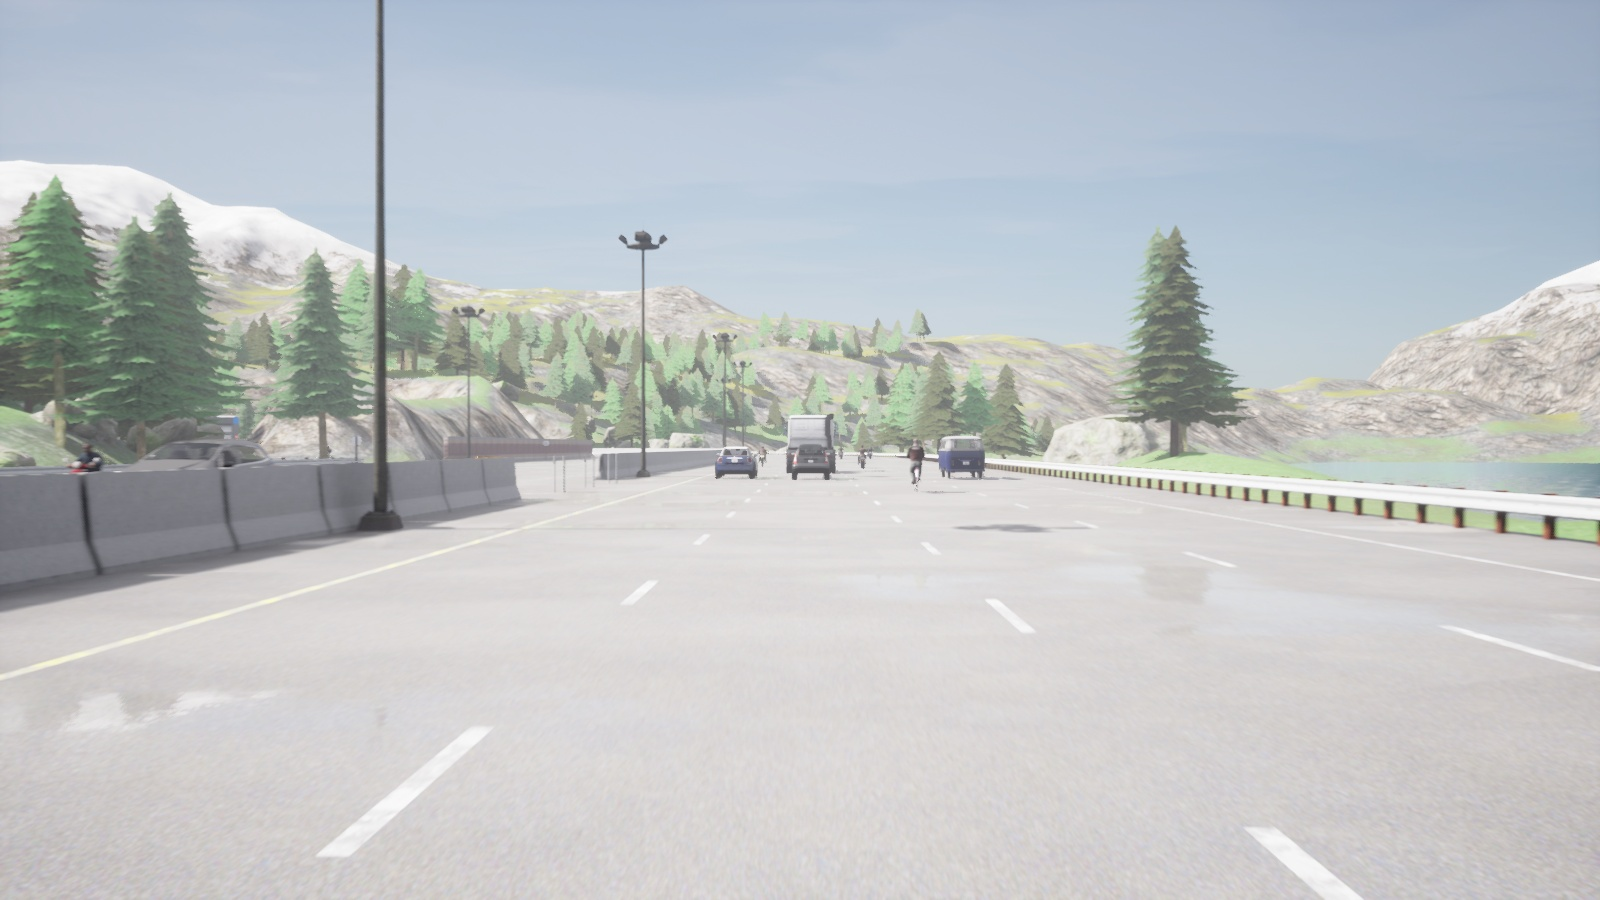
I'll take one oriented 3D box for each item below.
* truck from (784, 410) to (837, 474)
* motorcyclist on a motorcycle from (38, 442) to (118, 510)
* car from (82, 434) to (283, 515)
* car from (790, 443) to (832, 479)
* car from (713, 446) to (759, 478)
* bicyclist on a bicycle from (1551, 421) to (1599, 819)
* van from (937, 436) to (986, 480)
[{"bbox_3d":[0.618,-0.442,72.294,2.891,3.462,7.936,0,0,1],"label":"truck"},{"bbox_3d":[-17.242,0.600,30.041,0.866,1.590,1.817,0,0,0],"label":"motorcyclist on a motorcycle"},{"bbox_3d":[-13.757,0.499,28.359,2.242,1.667,4.611,0,0,0],"label":"car"},{"bbox_3d":[0.492,0.480,57.525,1.851,1.617,3.988,0,0,0],"label":"car"},{"bbox_3d":[-2.990,0.539,59.596,1.970,1.475,3.806,0,0,0],"label":"car"},{"bbox_3d":[3.546,0.690,4.621,0.582,1.620,1.656,0,0,0],"label":"bicyclist on a bicycle"},{"bbox_3d":[7.502,0.338,58.667,1.775,1.987,4.442,0,0,0],"label":"van"}]
